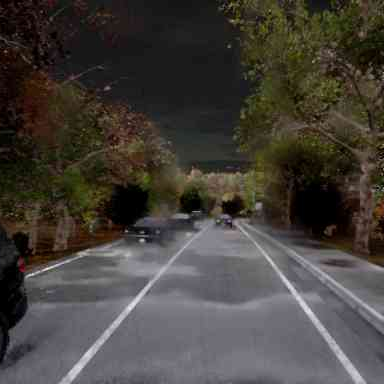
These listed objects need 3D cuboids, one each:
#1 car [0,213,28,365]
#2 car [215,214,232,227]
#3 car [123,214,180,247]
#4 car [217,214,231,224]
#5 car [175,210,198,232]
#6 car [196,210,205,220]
[{"bbox_3d":[-3.612,1.197,2.439,2.150,2.045,5.566,1,-1,7],"label":"car"},{"bbox_3d":[3.653,3.310,38.150,1.895,1.301,4.718,1,-4,6],"label":"car"},{"bbox_3d":[-2.034,1.982,17.140,1.895,1.301,4.718,1,-3,6],"label":"car"},{"bbox_3d":[4.743,3.897,48.701,1.812,1.442,4.674,1,-3,7],"label":"car"},{"bbox_3d":[-0.890,2.523,28.460,1.882,1.535,5.008,1,-4,6],"label":"car"},{"bbox_3d":[0.671,3.104,43.517,1.837,1.490,4.892,1,-4,6],"label":"car"}]
